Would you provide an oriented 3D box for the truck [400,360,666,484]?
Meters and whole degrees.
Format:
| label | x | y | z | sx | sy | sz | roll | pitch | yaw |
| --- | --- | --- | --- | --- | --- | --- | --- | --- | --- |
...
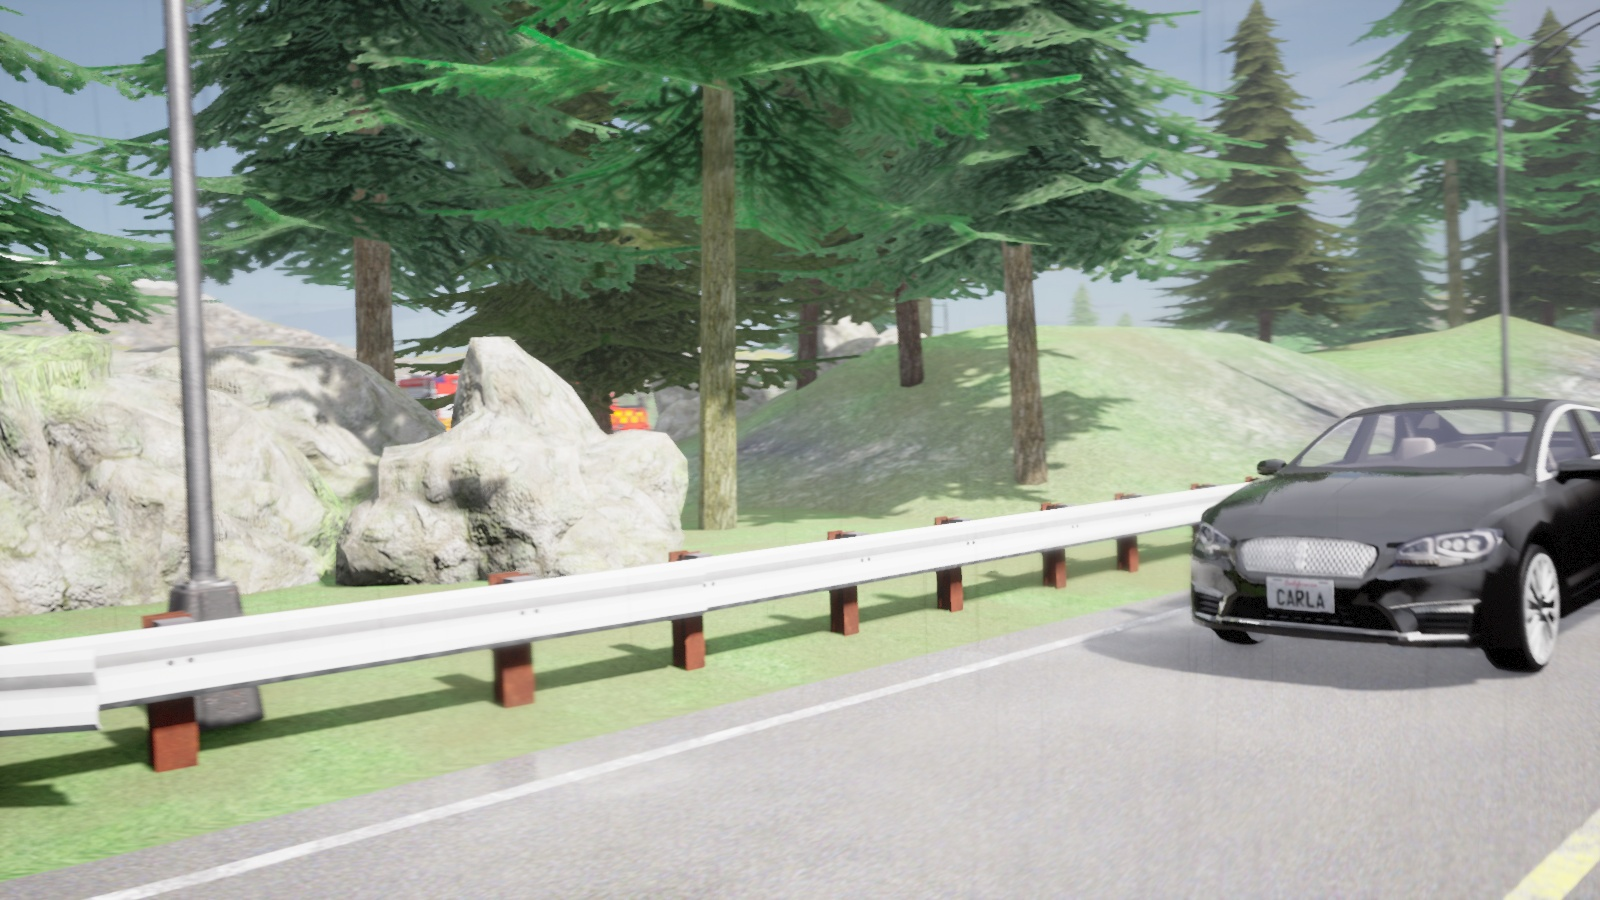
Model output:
| label | x | y | z | sx | sy | sz | roll | pitch | yaw |
| --- | --- | --- | --- | --- | --- | --- | --- | --- | --- |
| truck | -8.874 | -1.040 | 42.702 | 8.468 | 3.827 | 2.891 | -4 | 2 | -45 |

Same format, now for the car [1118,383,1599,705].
| label | x | y | z | sx | sy | sz | roll | pitch | yaw |
| --- | --- | --- | --- | --- | --- | --- | --- | --- | --- |
| car | 4.402 | 0.350 | 8.407 | 4.902 | 1.511 | 2.128 | -4 | 2 | -45 |
